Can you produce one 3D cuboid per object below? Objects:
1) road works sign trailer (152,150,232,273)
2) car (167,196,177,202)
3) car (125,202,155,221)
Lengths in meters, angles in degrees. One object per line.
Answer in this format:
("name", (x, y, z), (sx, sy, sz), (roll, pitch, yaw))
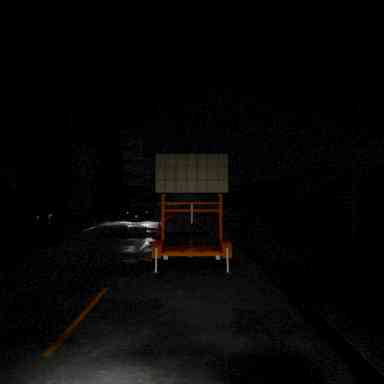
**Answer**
("road works sign trailer", (-0.004, 0.464, 10.652), (2.380, 3.560, 2.880), (0, 0, 0))
("car", (-4.028, 1.543, 67.916), (2.033, 1.411, 5.357), (0, 0, 0))
("car", (-4.110, 1.525, 26.893), (1.812, 1.442, 4.674), (0, 0, 0))
